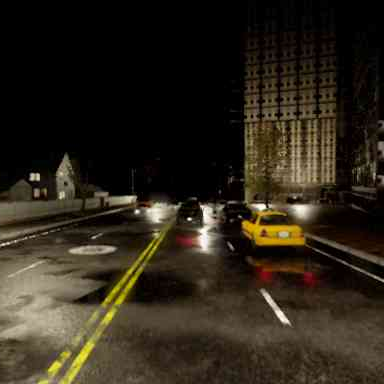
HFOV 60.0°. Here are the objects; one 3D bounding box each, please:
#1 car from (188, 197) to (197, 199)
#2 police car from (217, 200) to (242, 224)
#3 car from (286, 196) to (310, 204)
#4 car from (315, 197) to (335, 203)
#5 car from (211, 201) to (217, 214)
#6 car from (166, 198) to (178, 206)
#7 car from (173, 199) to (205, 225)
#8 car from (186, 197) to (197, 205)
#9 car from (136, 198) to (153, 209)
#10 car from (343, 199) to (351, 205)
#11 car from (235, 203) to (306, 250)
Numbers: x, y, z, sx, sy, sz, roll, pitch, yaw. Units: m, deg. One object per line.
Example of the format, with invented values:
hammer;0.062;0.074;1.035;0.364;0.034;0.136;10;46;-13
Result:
car;0.067;1.604;54.424;2.128;1.511;4.902;0;0;0
police car;3.244;1.468;25.239;1.930;1.638;5.238;0;0;0
car;22.996;1.816;72.492;5.009;1.841;2.192;0;2;20
car;31.029;1.908;77.948;4.403;1.369;2.008;0;2;20
car;3.242;1.591;36.133;1.812;1.442;4.674;0;0;0
car;-3.289;1.668;57.129;2.033;1.411;5.357;0;0;0
car;-0.123;1.548;24.652;1.837;1.490;4.892;0;0;1
car;-0.014;1.687;63.457;2.033;1.411;5.357;0;0;0
car;-6.592;1.569;46.618;1.882;1.535;5.008;0;0;0
car;33.644;2.125;68.601;4.507;1.381;1.887;0;2;20
car;3.247;1.479;14.315;1.801;1.575;5.366;0;0;0
